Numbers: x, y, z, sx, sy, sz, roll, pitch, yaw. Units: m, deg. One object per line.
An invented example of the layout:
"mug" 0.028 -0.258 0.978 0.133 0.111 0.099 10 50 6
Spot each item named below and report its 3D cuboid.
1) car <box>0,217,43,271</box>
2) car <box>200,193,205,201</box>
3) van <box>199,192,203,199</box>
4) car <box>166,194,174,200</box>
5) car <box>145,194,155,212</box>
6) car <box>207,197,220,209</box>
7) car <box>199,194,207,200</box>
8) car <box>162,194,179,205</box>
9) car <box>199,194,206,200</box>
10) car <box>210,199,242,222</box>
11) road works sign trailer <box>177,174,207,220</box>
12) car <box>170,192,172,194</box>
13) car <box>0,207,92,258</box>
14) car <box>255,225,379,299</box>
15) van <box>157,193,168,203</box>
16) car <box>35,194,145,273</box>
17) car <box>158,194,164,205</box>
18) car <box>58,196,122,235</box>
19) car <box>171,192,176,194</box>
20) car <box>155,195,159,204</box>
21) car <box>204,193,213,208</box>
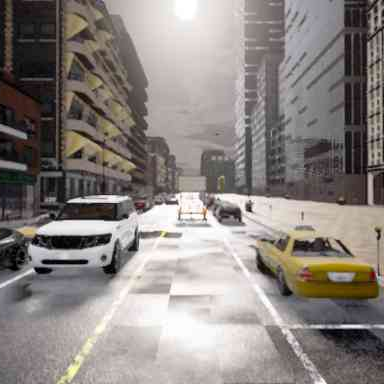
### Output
"car" -5.679 1.533 8.162 1.947 1.339 4.313 1 0 0
"car" 2.705 1.237 52.717 1.967 1.590 4.097 1 0 0
"van" 2.708 1.077 69.426 1.690 1.788 3.998 1 0 0
"car" -5.675 1.200 85.966 1.752 1.417 4.829 1 0 0
"car" -5.674 1.174 36.008 2.192 1.841 5.009 1 0 0
"car" 2.703 1.432 30.438 2.008 1.369 4.403 1 0 0
"car" 2.705 1.277 80.564 1.802 1.307 4.206 1 0 0
"car" -3.060 1.363 51.770 1.994 1.385 4.181 0 0 0
"car" 2.705 1.199 86.304 1.752 1.417 4.829 1 0 0
"car" 2.702 1.453 24.870 2.008 1.369 4.403 1 0 0
"road works sign trailer" 0.000 0.357 27.129 2.380 3.560 2.880 0 0 0
"car" -5.675 1.261 69.257 1.752 1.417 4.829 1 0 0
"car" -5.678 1.471 13.561 1.752 1.417 4.829 1 0 0
"car" 2.702 1.492 8.331 1.752 1.417 4.829 1 0 0
"van" -5.673 1.096 63.857 1.690 1.788 3.998 1 0 0
"car" -3.101 1.174 10.832 2.150 2.045 5.566 0 1 0
"car" -5.677 1.362 52.718 1.947 1.339 4.313 1 0 0
"car" -5.674 1.238 19.300 2.192 1.841 5.009 1 0 0
"car" -5.675 1.245 80.565 2.008 1.369 4.403 1 0 0
"car" -5.677 1.382 41.579 1.887 1.381 4.507 1 0 0
"car" 2.704 1.278 41.577 1.967 1.590 4.097 1 0 0
